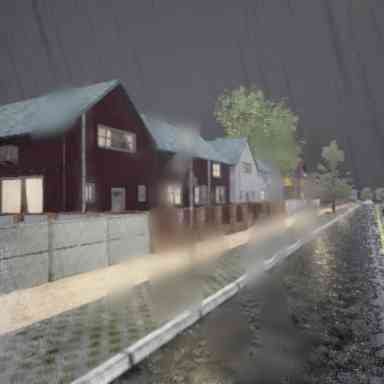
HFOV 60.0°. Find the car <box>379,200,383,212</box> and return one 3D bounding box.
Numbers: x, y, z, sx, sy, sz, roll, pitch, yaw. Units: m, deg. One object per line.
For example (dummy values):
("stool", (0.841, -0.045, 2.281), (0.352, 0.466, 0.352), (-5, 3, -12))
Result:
("car", (27.214, 1.921, 46.152), (2.128, 1.511, 4.902), (-1, -1, 29))

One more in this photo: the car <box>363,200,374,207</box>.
("car", (37.534, 2.355, 70.771), (1.812, 1.442, 4.674), (-1, -1, 29))

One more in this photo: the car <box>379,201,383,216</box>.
("car", (21.547, 1.783, 35.708), (2.128, 1.511, 4.902), (-1, -1, 29))
